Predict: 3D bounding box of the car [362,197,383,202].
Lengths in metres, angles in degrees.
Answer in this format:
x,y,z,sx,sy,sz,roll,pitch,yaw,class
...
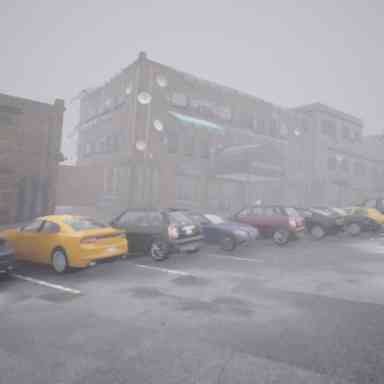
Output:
x,y,z,sx,sy,sz,roll,pitch,yaw,class
12.481,1.378,22.470,5.566,2.045,2.435,-1,-1,35,car

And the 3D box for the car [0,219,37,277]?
x,y,z,sx,sy,sz,roll,pitch,yaw,class
-6.628,1.474,8.853,4.892,1.521,2.231,-1,-1,35,car

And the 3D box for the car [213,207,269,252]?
x,y,z,sx,sy,sz,roll,pitch,yaw,class
0.539,1.532,13.980,4.674,1.452,2.002,-1,-1,35,car

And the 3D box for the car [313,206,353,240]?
x,y,z,sx,sy,sz,roll,pitch,yaw,class
5.326,1.527,17.366,5.008,1.535,2.097,-1,-1,35,car

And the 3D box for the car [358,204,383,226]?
x,y,z,sx,sy,sz,roll,pitch,yaw,class
14.906,1.672,24.136,4.892,1.521,2.231,-1,-1,35,car

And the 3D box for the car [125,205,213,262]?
x,y,z,sx,sy,sz,roll,pitch,yaw,class
-1.831,1.356,12.252,4.553,1.767,2.185,-1,-1,35,car

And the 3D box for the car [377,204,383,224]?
x,y,z,sx,sy,sz,roll,pitch,yaw,class
17.309,1.725,25.826,4.892,1.521,2.231,-1,-1,35,car

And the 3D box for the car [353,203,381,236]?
x,y,z,sx,sy,sz,roll,pitch,yaw,class
7.711,1.556,19.071,5.008,1.535,2.097,-1,-1,35,car

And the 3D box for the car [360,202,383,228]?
x,y,z,sx,sy,sz,roll,pitch,yaw,class
9.960,1.586,20.867,5.366,1.575,1.946,-1,-1,35,car

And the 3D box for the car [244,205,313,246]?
x,y,z,sx,sy,sz,roll,pitch,yaw,class
2.949,1.381,15.652,4.553,1.767,2.185,-1,-1,35,car

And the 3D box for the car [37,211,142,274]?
x,y,z,sx,sy,sz,roll,pitch,yaw,class
-4.239,1.476,10.562,5.008,1.535,2.097,-1,-1,35,car
